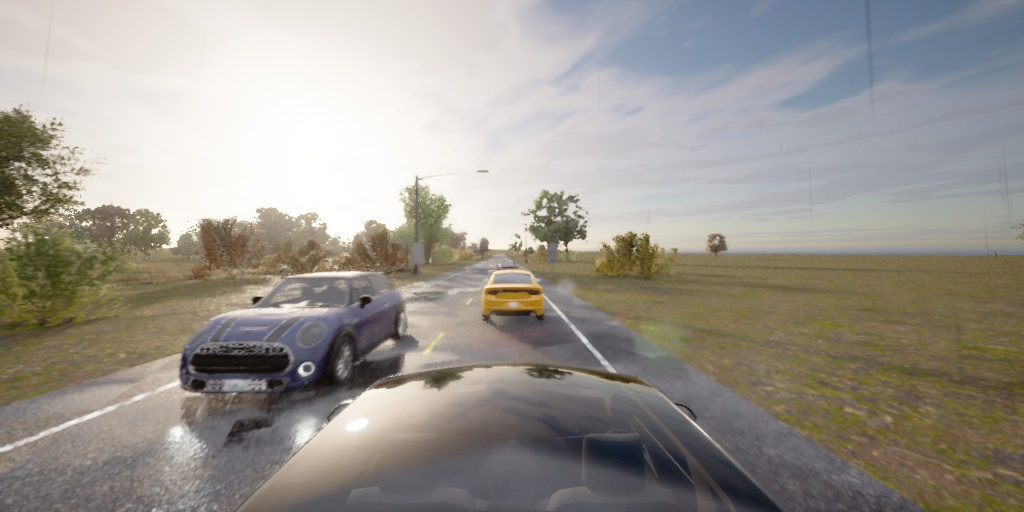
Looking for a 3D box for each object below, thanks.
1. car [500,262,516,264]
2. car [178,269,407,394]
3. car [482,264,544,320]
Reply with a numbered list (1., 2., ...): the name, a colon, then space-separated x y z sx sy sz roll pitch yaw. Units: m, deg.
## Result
1. car: -0.357 1.214 30.781 2.128 1.511 4.902 0 0 -1
2. car: -3.628 1.101 6.939 2.097 1.767 4.553 0 0 0
3. car: 0.012 1.221 12.661 1.882 1.535 5.008 0 0 -1
